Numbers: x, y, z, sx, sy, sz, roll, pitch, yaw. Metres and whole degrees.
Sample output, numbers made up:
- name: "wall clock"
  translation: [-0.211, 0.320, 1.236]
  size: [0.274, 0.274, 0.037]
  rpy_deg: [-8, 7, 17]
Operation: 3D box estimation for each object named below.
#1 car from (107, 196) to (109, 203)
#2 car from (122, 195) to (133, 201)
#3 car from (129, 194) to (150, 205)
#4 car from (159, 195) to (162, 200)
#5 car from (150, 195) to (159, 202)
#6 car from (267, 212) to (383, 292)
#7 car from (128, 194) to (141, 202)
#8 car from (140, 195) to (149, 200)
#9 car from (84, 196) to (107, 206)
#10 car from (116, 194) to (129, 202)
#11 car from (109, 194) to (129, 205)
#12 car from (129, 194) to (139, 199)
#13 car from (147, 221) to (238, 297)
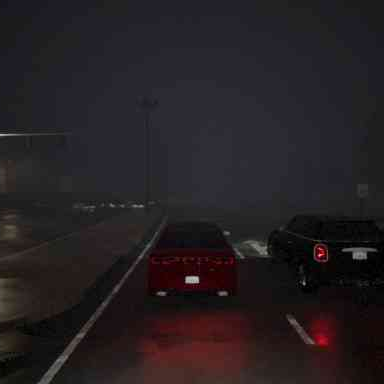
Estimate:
- name: "car"
  translation: [-16.280, 1.477, 65.317]
  size: [1.882, 1.535, 5.008]
  rpy_deg: [0, 0, -4]
- name: "car"
  translation: [-16.248, 1.524, 83.803]
  size: [1.812, 1.442, 4.674]
  rpy_deg: [0, 0, 0]
- name: "car"
  translation: [-9.332, 1.491, 59.437]
  size: [2.128, 1.511, 4.902]
  rpy_deg: [0, 0, 0]
- name: "car"
  translation: [-9.245, 1.539, 89.820]
  size: [1.895, 1.301, 4.718]
  rpy_deg: [0, 0, 0]
- name: "car"
  translation: [-9.253, 1.595, 74.439]
  size: [1.895, 1.301, 4.718]
  rpy_deg: [0, 0, 0]
- name: "car"
  translation: [3.510, 1.352, 9.080]
  size: [2.097, 1.767, 4.553]
  rpy_deg: [0, 0, 0]
- name: "car"
  translation: [-12.753, 1.355, 74.132]
  size: [2.097, 1.767, 4.553]
  rpy_deg: [0, 0, 0]
- name: "car"
  translation: [-12.745, 1.452, 89.478]
  size: [1.837, 1.490, 4.892]
  rpy_deg: [0, 0, 0]
- name: "car"
  translation: [-16.329, 1.491, 55.007]
  size: [2.128, 1.511, 4.902]
  rpy_deg: [0, 0, 2]
- name: "car"
  translation: [-16.251, 1.355, 78.157]
  size: [2.097, 1.767, 4.553]
  rpy_deg: [0, 0, 0]
- name: "car"
  translation: [-12.828, 1.477, 59.166]
  size: [1.882, 1.535, 5.008]
  rpy_deg: [0, 0, 0]
- name: "car"
  translation: [-16.244, 1.210, 93.354]
  size: [1.895, 1.301, 4.718]
  rpy_deg: [0, 0, 0]
- name: "car"
  translation: [0.010, 1.478, 8.639]
  size: [1.882, 1.535, 5.008]
  rpy_deg: [0, 0, 0]
